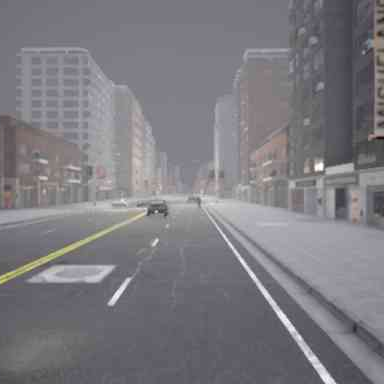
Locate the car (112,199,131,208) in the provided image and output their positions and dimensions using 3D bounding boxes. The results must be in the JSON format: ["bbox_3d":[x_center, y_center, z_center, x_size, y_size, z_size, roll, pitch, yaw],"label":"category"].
[{"bbox_3d":[-9.809,1.571,46.495,1.895,1.301,4.718,0,0,1],"label":"car"}]

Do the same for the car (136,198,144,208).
[{"bbox_3d":[-6.560,1.533,46.804,1.994,1.385,4.181,0,0,0],"label":"car"}]

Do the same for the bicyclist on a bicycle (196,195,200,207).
[{"bbox_3d":[0.894,1.339,48.969,0.659,1.776,1.843,0,0,0],"label":"bicyclist on a bicycle"}]

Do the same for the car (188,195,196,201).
[{"bbox_3d":[0.001,1.474,87.690,2.128,1.511,4.902,0,0,0],"label":"car"}]

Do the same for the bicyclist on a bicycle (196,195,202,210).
[{"bbox_3d":[0.895,1.427,39.476,0.582,1.620,1.656,0,0,0],"label":"bicyclist on a bicycle"}]

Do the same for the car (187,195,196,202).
[{"bbox_3d":[0.001,1.456,72.532,1.837,1.490,4.892,0,0,0],"label":"car"}]

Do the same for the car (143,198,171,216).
[{"bbox_3d":[-3.150,1.484,31.841,1.837,1.490,4.892,0,0,0],"label":"car"}]
